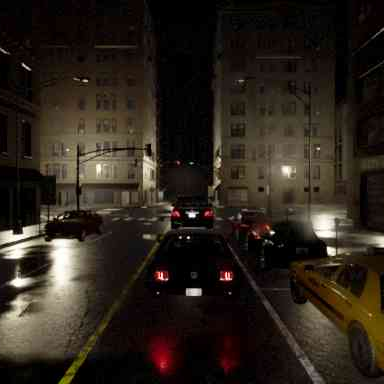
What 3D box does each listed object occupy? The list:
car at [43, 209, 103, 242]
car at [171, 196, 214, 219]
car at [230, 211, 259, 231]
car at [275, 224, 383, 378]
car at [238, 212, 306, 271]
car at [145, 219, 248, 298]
[{"bbox_3d":[-5.670,1.538,16.318,1.887,1.381,4.507,-1,0,0],"label":"car"},{"bbox_3d":[0.008,1.215,18.475,2.150,2.045,5.566,0,0,0],"label":"car"},{"bbox_3d":[2.876,1.576,16.314,1.802,1.307,4.206,-1,0,0],"label":"car"},{"bbox_3d":[2.865,1.524,5.312,1.752,1.417,4.829,-1,0,0],"label":"car"},{"bbox_3d":[2.871,1.562,10.728,1.947,1.339,4.313,-1,0,0],"label":"car"},{"bbox_3d":[0.049,1.598,8.483,1.895,1.301,4.718,0,0,0],"label":"car"}]
